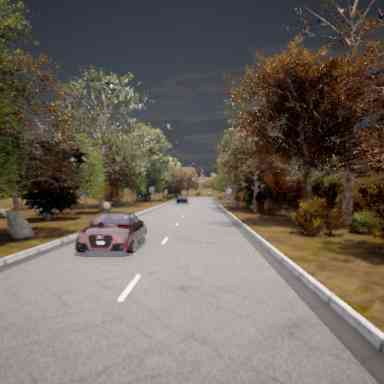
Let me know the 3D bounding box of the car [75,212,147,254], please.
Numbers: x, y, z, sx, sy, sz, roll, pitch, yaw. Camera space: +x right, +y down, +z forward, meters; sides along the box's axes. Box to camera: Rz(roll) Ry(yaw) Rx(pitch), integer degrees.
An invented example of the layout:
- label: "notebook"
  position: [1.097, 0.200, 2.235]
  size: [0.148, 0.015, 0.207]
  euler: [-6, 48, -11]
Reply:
- label: "car"
  position: [-2.991, 1.493, 13.061]
  size: [1.994, 1.385, 4.181]
  euler: [1, 0, 2]

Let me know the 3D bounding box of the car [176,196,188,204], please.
- label: "car"
  position: [-1.614, 1.344, 55.652]
  size: [1.895, 1.301, 4.718]
  euler: [1, 0, 2]
